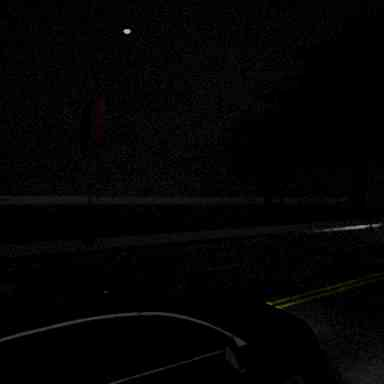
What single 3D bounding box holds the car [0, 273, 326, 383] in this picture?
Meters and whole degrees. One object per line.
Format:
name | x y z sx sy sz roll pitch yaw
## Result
car | -0.829 1.515 2.847 4.892 1.490 1.837 1 0 -35
